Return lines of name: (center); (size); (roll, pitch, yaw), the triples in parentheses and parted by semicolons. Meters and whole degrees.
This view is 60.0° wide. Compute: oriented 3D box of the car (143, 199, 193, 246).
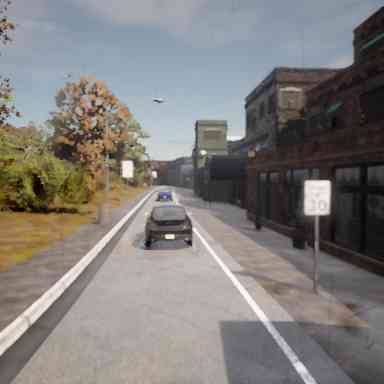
car: (-1.017, 1.296, 14.386); (1.837, 1.490, 4.892); (0, 2, -5)

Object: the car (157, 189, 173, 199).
car: (-3.485, 0.318, 42.922); (1.812, 1.442, 4.674); (0, 3, -4)
